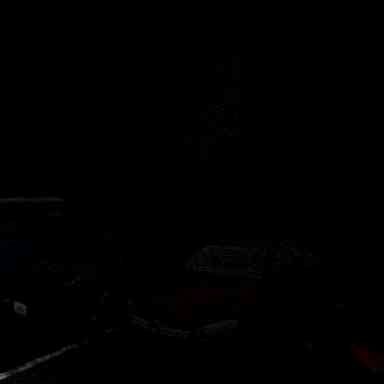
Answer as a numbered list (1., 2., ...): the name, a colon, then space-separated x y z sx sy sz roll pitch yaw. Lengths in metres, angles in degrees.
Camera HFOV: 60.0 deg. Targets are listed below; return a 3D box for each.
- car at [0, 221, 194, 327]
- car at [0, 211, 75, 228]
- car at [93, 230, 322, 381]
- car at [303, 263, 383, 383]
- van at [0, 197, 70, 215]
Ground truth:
1. car: -1.370 1.472 7.317 2.163 1.488 4.792 1 0 36
2. car: -3.575 1.444 8.965 2.163 1.488 4.792 1 0 36
3. car: 0.893 1.503 5.741 2.002 1.452 4.674 0 0 36
4. car: 3.131 1.521 4.136 2.002 1.452 4.674 0 0 36
5. van: -5.763 1.161 10.634 1.878 1.987 4.442 1 0 36
